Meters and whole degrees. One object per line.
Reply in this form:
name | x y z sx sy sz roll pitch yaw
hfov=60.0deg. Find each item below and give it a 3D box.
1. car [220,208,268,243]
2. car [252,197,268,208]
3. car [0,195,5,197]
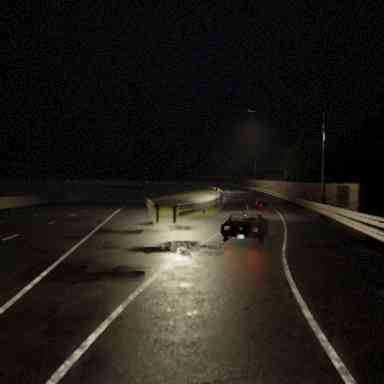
car | 2.757 1.663 16.545 1.895 1.301 4.718 1 0 16
car | 9.533 1.483 46.458 1.812 1.442 4.674 1 2 9
car | -29.948 1.222 50.937 1.837 1.490 4.892 1 0 -8
